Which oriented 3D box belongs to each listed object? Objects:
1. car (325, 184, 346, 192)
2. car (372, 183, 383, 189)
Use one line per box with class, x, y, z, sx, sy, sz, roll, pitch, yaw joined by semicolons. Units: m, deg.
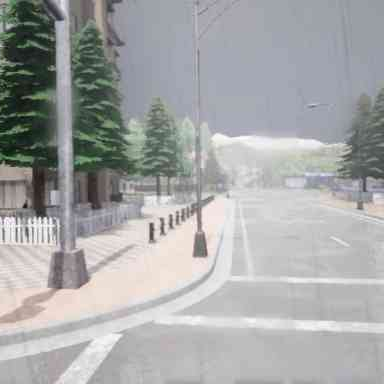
car;28.382;-0.688;65.872;1.845;1.501;3.633;-1;1;8
car;45.783;-1.402;81.995;1.845;1.501;3.633;-1;1;8
